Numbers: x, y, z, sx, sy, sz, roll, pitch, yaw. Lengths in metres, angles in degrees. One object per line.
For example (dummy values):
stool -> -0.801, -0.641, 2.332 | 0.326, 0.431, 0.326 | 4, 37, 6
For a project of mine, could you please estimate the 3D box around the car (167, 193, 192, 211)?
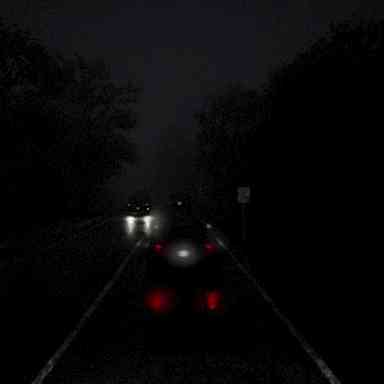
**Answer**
car -> -1.199, 1.075, 31.415 | 2.150, 2.045, 5.566 | 0, 0, -3

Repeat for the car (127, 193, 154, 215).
car -> -4.931, 1.081, 32.301 | 2.150, 2.045, 5.566 | 0, 0, -3

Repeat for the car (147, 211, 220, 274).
car -> -0.282, 1.521, 10.450 | 1.994, 1.385, 4.181 | 0, 0, -2
